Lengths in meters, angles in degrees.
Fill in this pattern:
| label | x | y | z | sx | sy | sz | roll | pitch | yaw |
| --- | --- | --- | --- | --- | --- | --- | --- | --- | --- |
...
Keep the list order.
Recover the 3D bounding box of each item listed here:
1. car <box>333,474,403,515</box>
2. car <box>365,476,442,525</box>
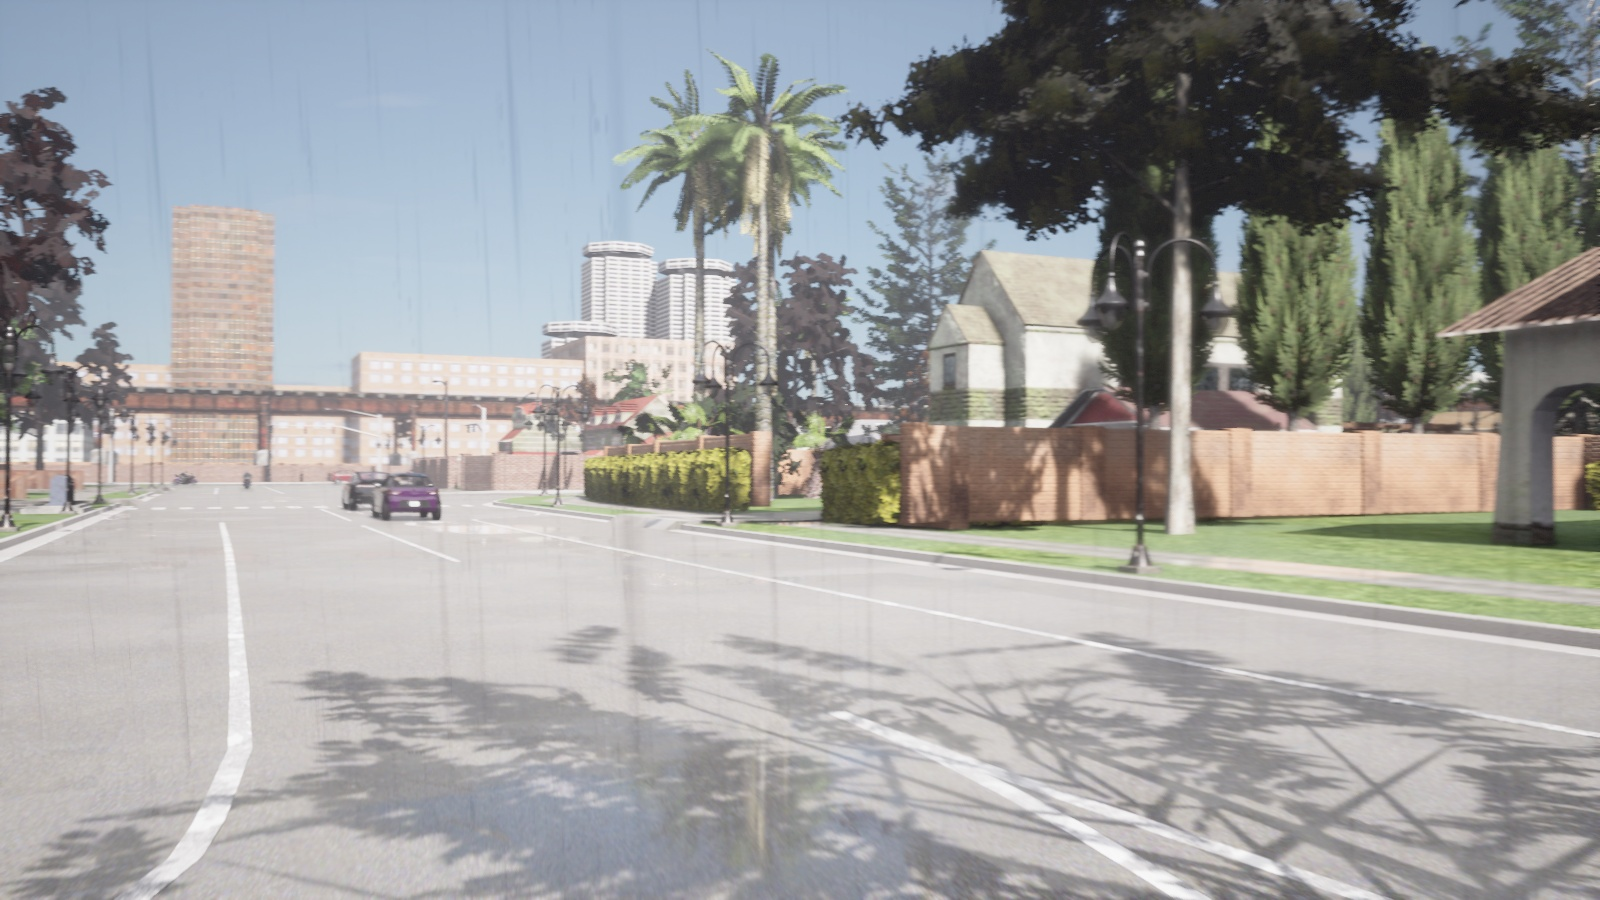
| label | x | y | z | sx | sy | sz | roll | pitch | yaw |
| --- | --- | --- | --- | --- | --- | --- | --- | --- | --- |
| car | -17.097 | 1.701 | 49.563 | 2.128 | 1.511 | 4.902 | 0 | -1 | -25 |
| car | -12.708 | 1.574 | 40.121 | 1.816 | 1.474 | 4.193 | 0 | -1 | -25 |
